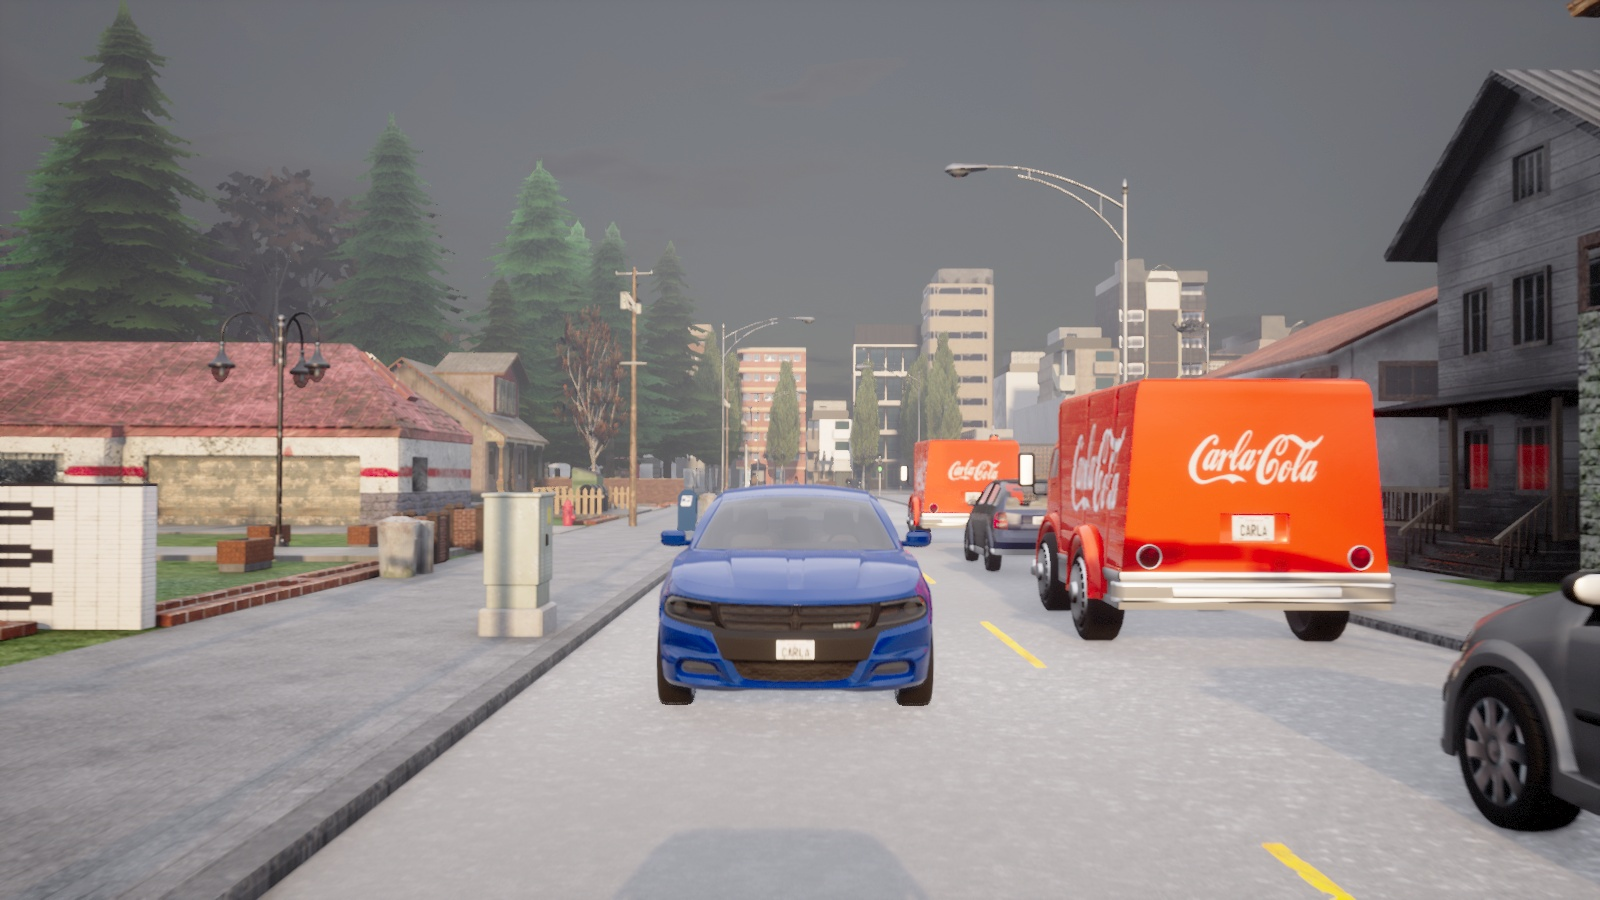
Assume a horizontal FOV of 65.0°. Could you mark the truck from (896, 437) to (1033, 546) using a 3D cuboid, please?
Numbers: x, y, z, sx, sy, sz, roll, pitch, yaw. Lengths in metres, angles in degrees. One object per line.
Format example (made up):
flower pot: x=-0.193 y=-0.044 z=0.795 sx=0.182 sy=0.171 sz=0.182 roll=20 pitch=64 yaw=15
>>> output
truck: x=3.929 y=0.992 z=31.090 sx=2.627 sy=2.467 sz=5.204 roll=0 pitch=-1 yaw=-1

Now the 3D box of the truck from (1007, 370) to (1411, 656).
truck: x=3.958 y=0.608 z=13.461 sx=2.627 sy=2.467 sz=5.204 roll=0 pitch=-1 yaw=0

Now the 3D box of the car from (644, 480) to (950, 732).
car: x=-0.027 y=1.022 z=10.255 sx=1.882 sy=1.535 sz=5.008 roll=0 pitch=-1 yaw=0

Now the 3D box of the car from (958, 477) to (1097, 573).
car: x=3.945 y=1.268 z=22.331 sx=1.789 sy=1.549 sz=3.705 roll=0 pitch=-1 yaw=0

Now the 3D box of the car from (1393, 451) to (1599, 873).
car: x=3.989 y=0.801 z=4.460 sx=1.851 sy=1.617 sz=3.988 roll=0 pitch=-1 yaw=0
